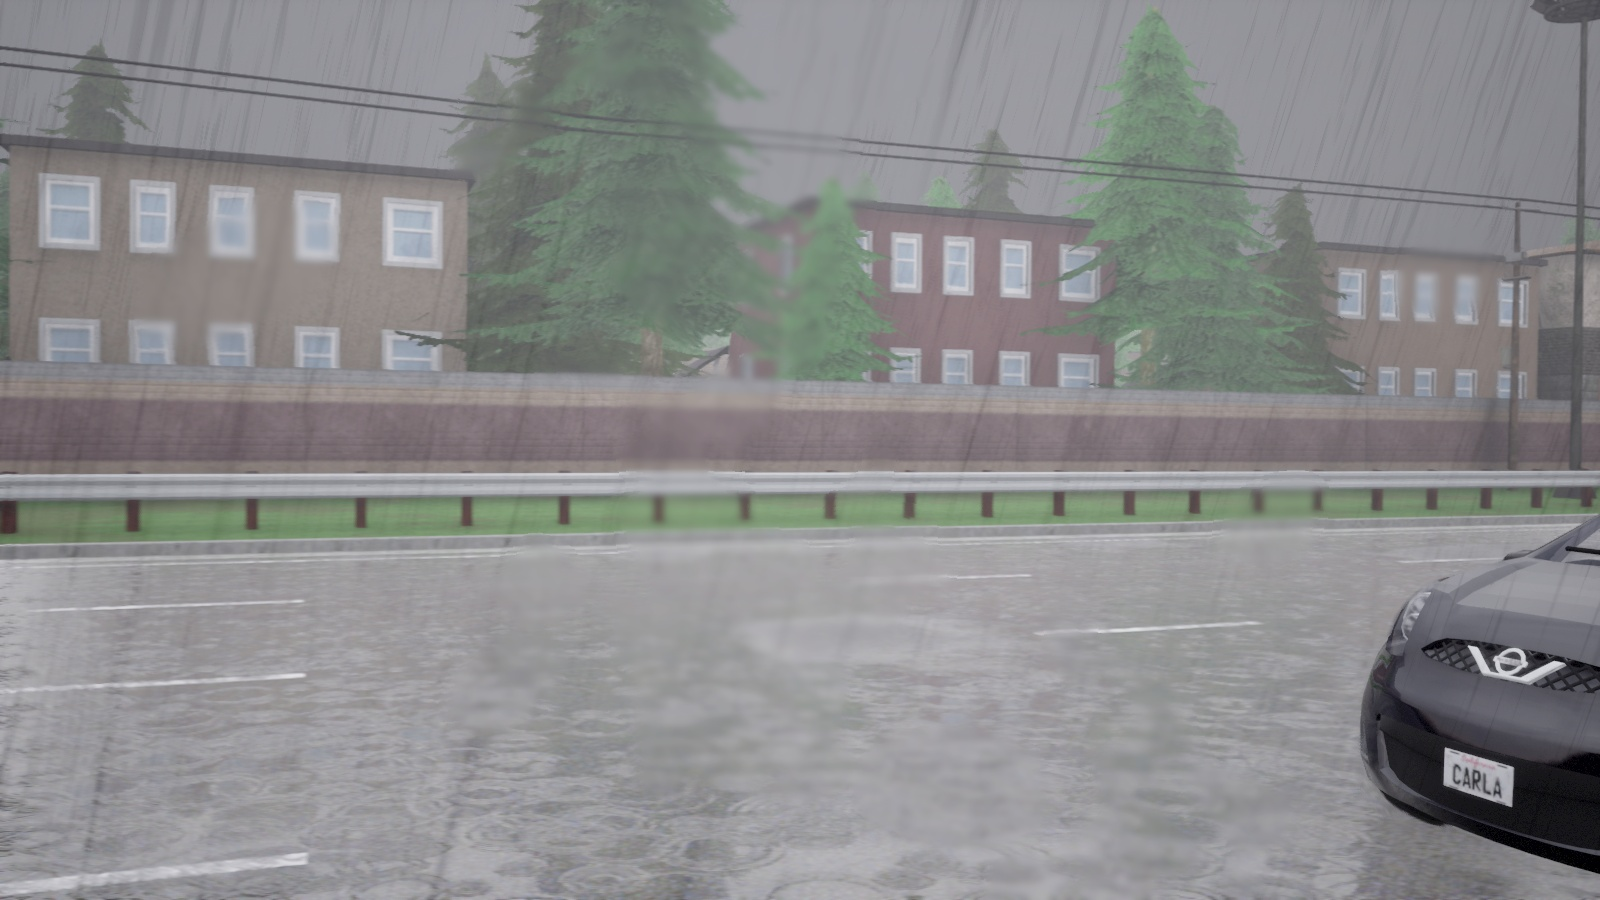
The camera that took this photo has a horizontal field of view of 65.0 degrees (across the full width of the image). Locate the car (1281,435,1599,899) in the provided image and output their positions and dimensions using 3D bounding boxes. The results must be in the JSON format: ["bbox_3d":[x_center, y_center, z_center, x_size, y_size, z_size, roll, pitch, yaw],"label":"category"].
[{"bbox_3d":[3.923,0.693,4.729,3.633,1.501,1.845,-1,1,-21],"label":"car"}]
